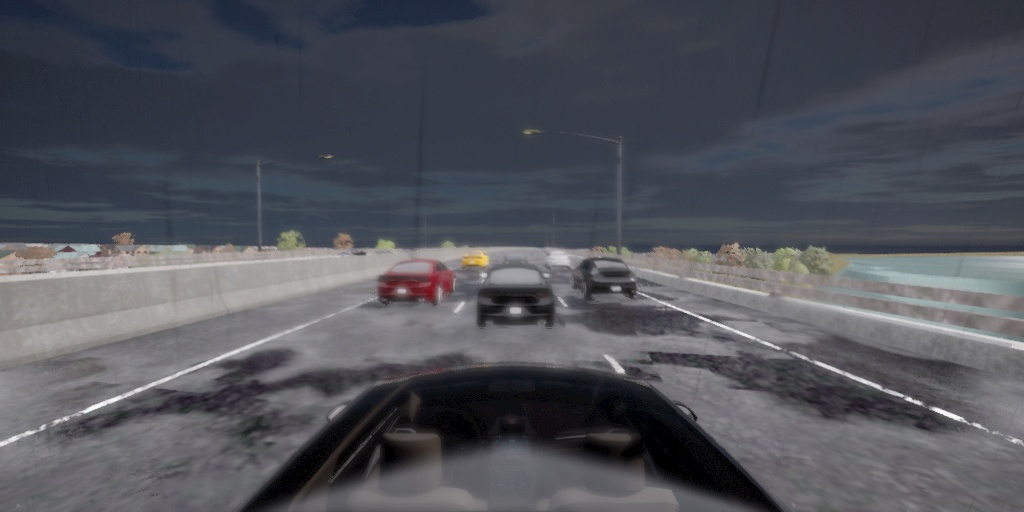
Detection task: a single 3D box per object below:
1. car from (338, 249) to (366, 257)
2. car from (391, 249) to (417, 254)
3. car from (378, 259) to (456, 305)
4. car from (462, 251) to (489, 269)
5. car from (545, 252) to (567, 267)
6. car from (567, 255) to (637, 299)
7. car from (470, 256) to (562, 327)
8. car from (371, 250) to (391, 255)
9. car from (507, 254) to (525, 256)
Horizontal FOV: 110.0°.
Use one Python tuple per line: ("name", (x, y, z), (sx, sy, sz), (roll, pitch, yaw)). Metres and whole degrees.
("car", (-20.472, -0.159, 46.111), (2.128, 1.511, 4.902), (0, 2, 2))
("car", (-13.468, -0.149, 46.222), (1.837, 1.490, 4.892), (0, 2, 2))
("car", (-3.360, 0.842, 13.489), (1.882, 1.535, 5.008), (0, 2, 1))
("car", (-3.119, 0.281, 31.380), (1.882, 1.535, 5.008), (0, 2, 1))
("car", (3.862, 0.349, 30.749), (1.812, 1.442, 4.674), (0, 2, 1))
("car", (3.656, 0.826, 14.831), (1.837, 1.490, 4.892), (0, 2, 1))
("car", (0.102, 0.945, 10.289), (1.882, 1.535, 5.008), (0, 2, 1))
("car", (-16.940, -0.114, 47.087), (1.994, 1.385, 4.181), (0, 2, 2))
("car", (0.315, 0.505, 28.122), (1.895, 1.301, 4.718), (0, 2, 1))
